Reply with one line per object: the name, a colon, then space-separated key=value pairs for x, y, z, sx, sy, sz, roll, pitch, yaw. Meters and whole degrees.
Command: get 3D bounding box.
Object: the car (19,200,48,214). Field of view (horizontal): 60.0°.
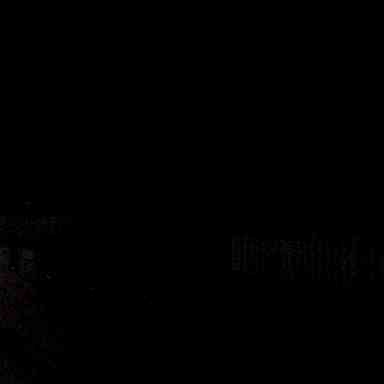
car: x=-16.571 y=1.653 z=36.691 sx=1.812 sy=1.442 sz=4.674 roll=0 pitch=0 yaw=37
